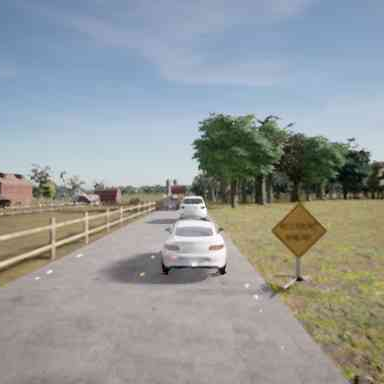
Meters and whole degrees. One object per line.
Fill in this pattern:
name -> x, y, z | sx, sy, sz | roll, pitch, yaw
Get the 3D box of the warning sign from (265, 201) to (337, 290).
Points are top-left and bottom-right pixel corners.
warning sign -> 2.459, 1.171, 7.686 | 1.300, 1.860, 1.060 | 1, 0, 0

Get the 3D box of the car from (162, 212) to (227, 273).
car -> 0.069, 1.603, 10.800 | 1.812, 1.442, 4.674 | 0, 0, 0

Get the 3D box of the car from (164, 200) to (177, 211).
car -> -2.838, 1.809, 46.102 | 2.128, 1.511, 4.902 | 0, 0, 0

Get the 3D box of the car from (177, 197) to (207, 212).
car -> 0.080, 1.423, 28.940 | 2.150, 2.045, 5.566 | 0, -1, 0
